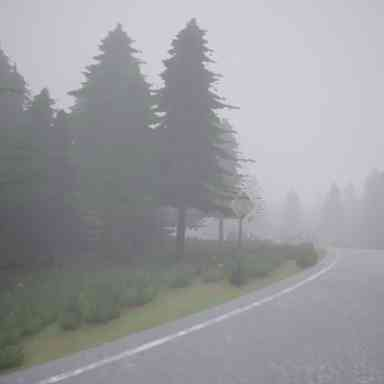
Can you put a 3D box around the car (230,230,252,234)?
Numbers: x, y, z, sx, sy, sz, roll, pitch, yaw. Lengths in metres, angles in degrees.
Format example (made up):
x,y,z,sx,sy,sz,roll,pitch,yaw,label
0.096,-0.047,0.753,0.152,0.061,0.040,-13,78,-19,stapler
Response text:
x,y,z,sx,sy,sz,roll,pitch,yaw,label
6.361,5.456,41.163,2.097,1.767,4.553,5,-9,-30,car

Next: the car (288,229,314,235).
x,y,z,sx,sy,sz,roll,pitch,yaw,label
11.889,5.011,37.066,2.097,1.767,4.553,4,-8,-17,car
